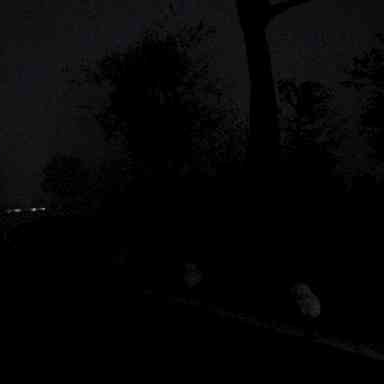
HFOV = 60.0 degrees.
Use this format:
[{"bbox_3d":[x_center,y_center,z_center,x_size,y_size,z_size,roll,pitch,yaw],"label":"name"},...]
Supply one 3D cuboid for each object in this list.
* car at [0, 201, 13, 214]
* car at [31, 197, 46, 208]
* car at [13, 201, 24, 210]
[{"bbox_3d":[-24.578,1.991,40.798,1.837,1.490,4.892,0,-1,2],"label":"car"},{"bbox_3d":[-28.989,1.927,62.877,2.150,2.045,5.566,0,0,-24],"label":"car"},{"bbox_3d":[-29.830,2.233,56.233,2.033,1.411,5.357,0,0,-18],"label":"car"}]
